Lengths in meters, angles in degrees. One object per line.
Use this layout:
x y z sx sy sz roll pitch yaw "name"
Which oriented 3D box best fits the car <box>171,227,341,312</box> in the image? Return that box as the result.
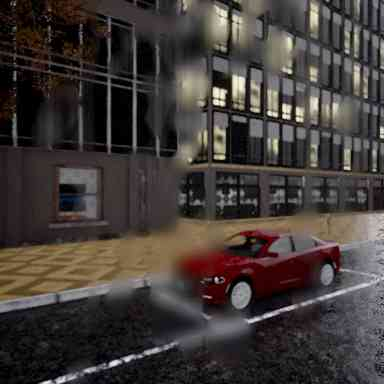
1.627 1.556 7.722 4.507 1.381 1.887 0 0 -36 "car"
